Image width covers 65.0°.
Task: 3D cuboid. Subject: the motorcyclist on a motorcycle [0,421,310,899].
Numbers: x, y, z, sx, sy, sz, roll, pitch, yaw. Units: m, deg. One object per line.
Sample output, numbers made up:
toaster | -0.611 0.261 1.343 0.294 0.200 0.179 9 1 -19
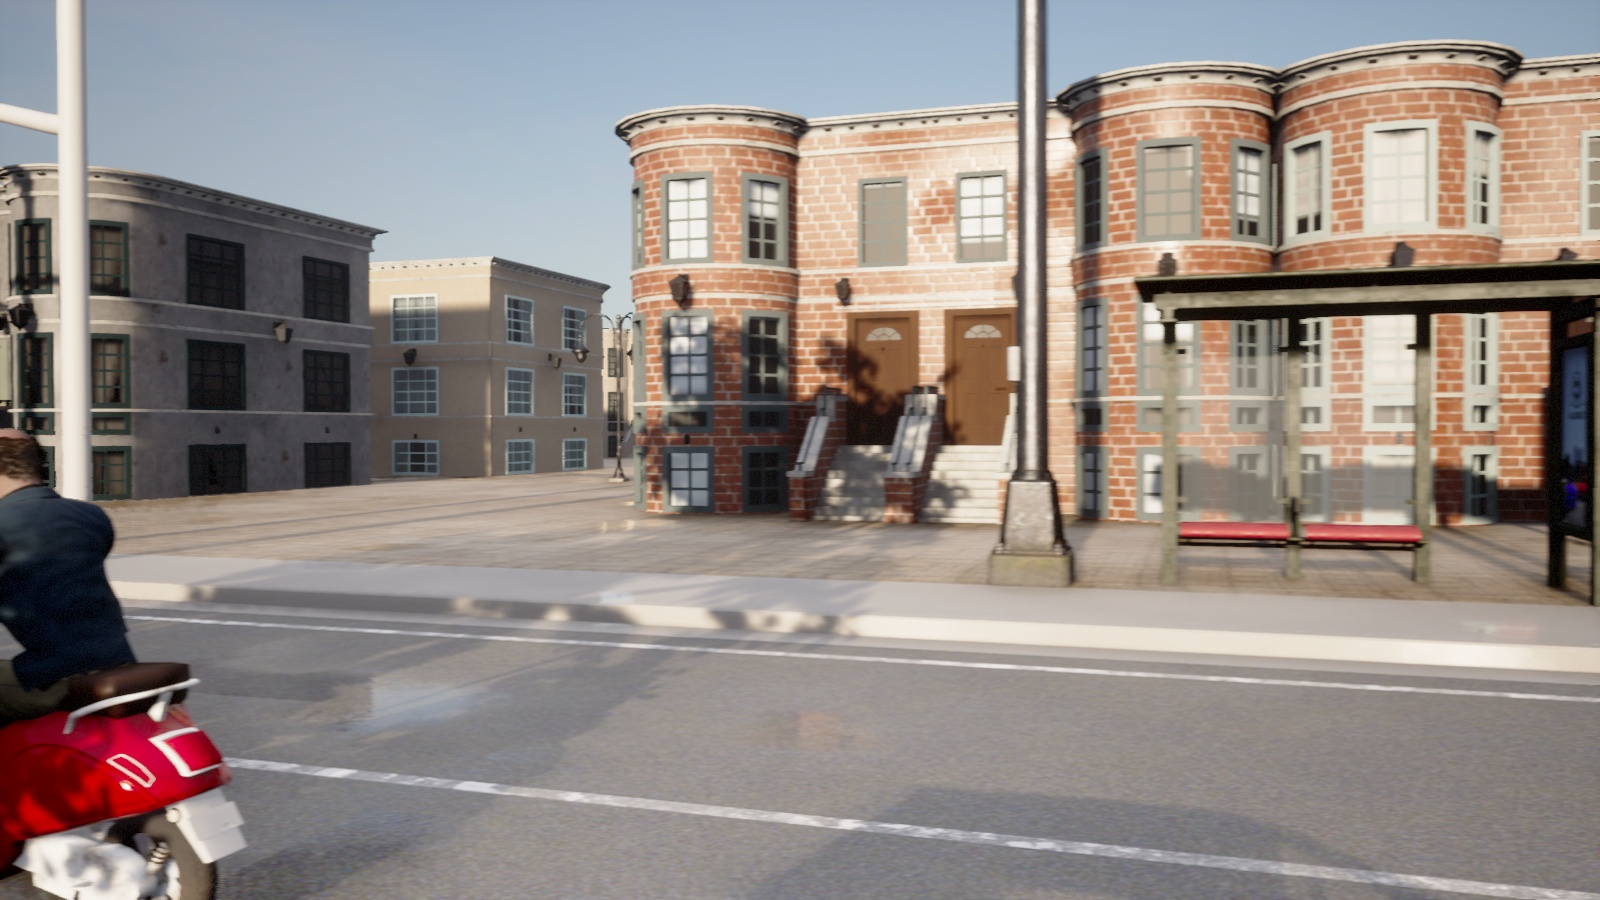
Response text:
motorcyclist on a motorcycle | -2.641 0.705 4.081 1.817 1.590 0.866 1 1 19
